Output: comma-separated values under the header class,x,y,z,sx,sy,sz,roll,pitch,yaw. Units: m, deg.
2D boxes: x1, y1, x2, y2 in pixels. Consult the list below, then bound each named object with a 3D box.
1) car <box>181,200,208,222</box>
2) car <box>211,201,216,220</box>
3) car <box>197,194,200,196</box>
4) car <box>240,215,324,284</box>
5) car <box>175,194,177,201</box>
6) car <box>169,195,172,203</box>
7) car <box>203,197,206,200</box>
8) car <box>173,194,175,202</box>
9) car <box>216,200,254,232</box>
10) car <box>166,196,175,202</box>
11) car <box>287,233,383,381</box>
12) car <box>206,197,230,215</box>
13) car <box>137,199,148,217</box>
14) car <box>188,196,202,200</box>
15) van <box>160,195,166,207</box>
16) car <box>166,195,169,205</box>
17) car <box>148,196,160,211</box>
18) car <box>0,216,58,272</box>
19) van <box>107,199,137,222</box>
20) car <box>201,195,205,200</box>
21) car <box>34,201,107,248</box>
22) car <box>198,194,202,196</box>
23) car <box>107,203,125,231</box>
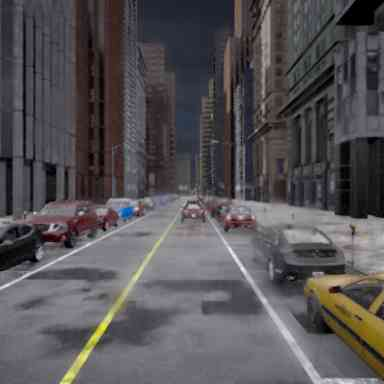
class,x,y,z,sx,sy,sz,roll,pitch,yaw
car,0.123,1.608,27.174,1.812,1.442,4.674,0,0,0
car,2.782,1.646,26.378,1.947,1.339,4.313,0,0,0
car,2.836,1.884,94.014,1.802,1.307,4.206,0,0,0
car,2.768,1.580,9.470,2.008,1.369,4.403,0,0,0
car,-5.699,1.577,82.743,2.192,1.841,5.009,0,0,0
car,-5.712,1.754,65.832,2.008,1.369,4.403,0,0,0
car,2.795,1.698,43.288,1.947,1.339,4.313,0,0,0
car,-5.703,1.682,77.105,1.967,1.590,4.097,0,0,0
car,2.777,1.503,20.742,1.967,1.590,4.097,0,0,0
car,-5.694,1.847,88.379,1.947,1.339,4.313,0,0,0
car,2.763,1.538,4.004,1.752,1.417,4.829,0,0,0
car,2.785,1.413,32.016,2.192,1.841,5.009,0,0,0
car,-5.739,1.537,32.013,1.967,1.590,4.097,0,0,0
car,0.137,1.644,46.284,1.837,1.490,4.892,0,-1,0
van,-5.722,1.507,54.560,1.690,1.788,3.998,0,0,0
car,-5.717,1.709,60.026,1.752,1.417,4.829,0,0,0
car,-5.730,1.571,43.287,1.967,1.590,4.097,0,0,0
car,-5.757,1.595,9.466,1.947,1.339,4.313,0,0,0
van,-5.744,1.421,26.377,1.690,1.788,3.998,0,0,0
car,2.804,1.607,54.560,1.967,1.590,4.097,0,0,0
car,-5.753,1.361,15.103,2.192,1.841,5.009,0,0,0
car,2.827,1.844,82.741,1.802,1.307,4.206,0,0,0
car,-5.748,1.607,20.739,1.887,1.381,4.507,0,0,0
